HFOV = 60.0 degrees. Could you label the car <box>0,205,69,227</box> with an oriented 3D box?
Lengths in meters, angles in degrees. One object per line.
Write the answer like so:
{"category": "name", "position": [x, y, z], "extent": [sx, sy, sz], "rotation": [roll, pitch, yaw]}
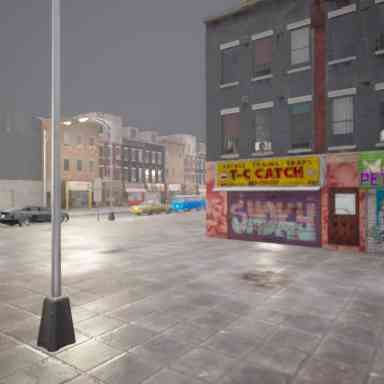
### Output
{"category": "car", "position": [-10.333, 1.522, 22.111], "extent": [1.947, 1.339, 4.313], "rotation": [0, 0, 36]}

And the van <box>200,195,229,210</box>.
{"category": "van", "position": [2.845, 1.234, 40.520], "extent": [1.690, 1.788, 3.998], "rotation": [0, 0, 36]}

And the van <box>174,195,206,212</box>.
{"category": "van", "position": [-0.449, 1.249, 35.918], "extent": [1.690, 1.788, 3.998], "rotation": [0, 0, 36]}

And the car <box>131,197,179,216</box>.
{"category": "car", "position": [-3.645, 1.449, 31.454], "extent": [1.752, 1.417, 4.829], "rotation": [0, 0, 36]}
